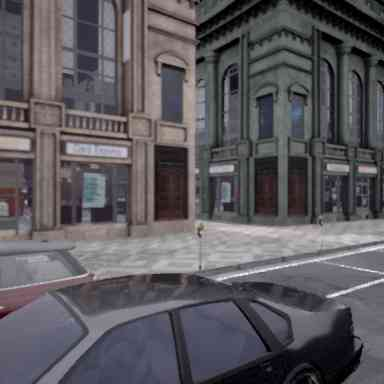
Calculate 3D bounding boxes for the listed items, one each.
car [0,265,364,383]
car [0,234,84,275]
[{"bbox_3d":[-0.602,1.552,2.950,5.357,1.411,2.033,0,0,-36],"label":"car"},{"bbox_3d":[-3.274,1.439,4.316,4.097,1.590,1.967,0,0,-36],"label":"car"}]
